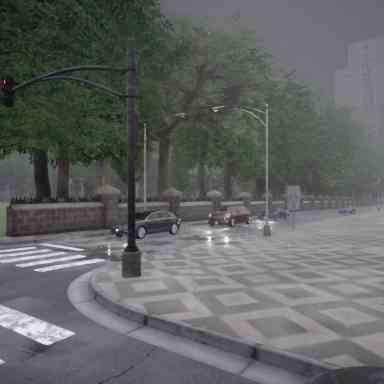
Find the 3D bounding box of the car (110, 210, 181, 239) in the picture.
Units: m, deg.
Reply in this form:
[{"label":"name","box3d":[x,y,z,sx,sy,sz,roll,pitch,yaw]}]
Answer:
[{"label":"car","box3d":[-2.599,1.833,19.657,1.837,1.490,4.892,0,-1,35]}]

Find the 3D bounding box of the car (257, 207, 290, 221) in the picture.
[{"label":"car","box3d":[8.991,2.294,36.129,2.033,1.411,5.357,0,-1,35]}]

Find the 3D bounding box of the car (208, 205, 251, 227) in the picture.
[{"label":"car","box3d":[3.208,1.887,27.913,2.097,1.767,4.553,0,-1,35]}]

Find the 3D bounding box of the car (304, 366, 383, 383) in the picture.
[{"label":"car","box3d":[2.454,1.551,1.218,4.403,1.369,2.008,0,0,35]}]

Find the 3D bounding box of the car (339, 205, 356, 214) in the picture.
[{"label":"car","box3d":[24.836,2.781,53.107,2.033,1.411,5.357,0,-1,34]}]
